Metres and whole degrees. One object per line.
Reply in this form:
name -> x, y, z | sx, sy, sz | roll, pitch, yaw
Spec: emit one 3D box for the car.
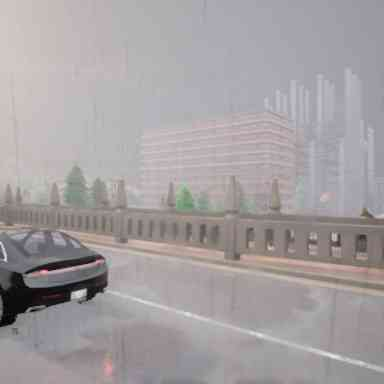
car -> -3.825, 1.514, 7.103 | 4.902, 1.511, 2.128 | 0, 0, 38
